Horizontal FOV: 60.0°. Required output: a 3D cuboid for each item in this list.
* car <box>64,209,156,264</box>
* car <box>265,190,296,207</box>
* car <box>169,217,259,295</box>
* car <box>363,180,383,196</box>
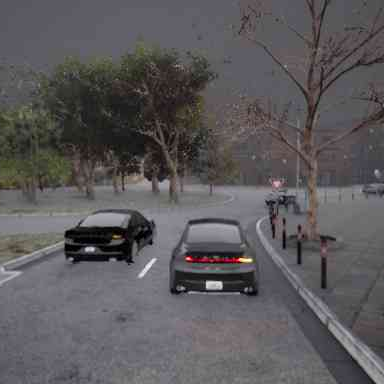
[{"bbox_3d":[-2.520,1.308,11.314,1.882,1.535,5.008,0,2,4],"label":"car"},{"bbox_3d":[8.153,0.487,30.399,2.033,1.411,5.357,2,4,28],"label":"car"},{"bbox_3d":[0.539,1.409,8.494,1.837,1.490,4.892,0,1,3],"label":"car"},{"bbox_3d":[24.344,-0.355,42.929,4.902,1.511,2.128,-2,4,-21],"label":"car"}]
